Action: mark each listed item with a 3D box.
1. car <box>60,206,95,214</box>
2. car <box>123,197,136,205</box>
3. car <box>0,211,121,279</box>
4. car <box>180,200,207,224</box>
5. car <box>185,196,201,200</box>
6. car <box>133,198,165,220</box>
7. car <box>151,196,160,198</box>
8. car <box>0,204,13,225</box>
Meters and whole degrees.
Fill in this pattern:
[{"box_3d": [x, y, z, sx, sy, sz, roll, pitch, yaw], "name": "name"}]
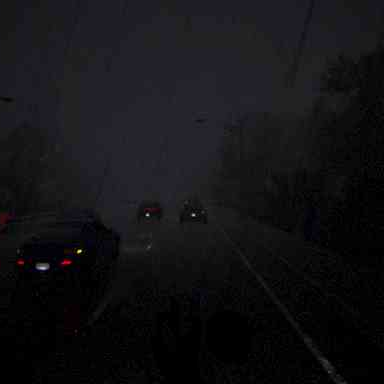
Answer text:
[{"box_3d": [-7.095, 1.560, 20.670, 1.994, 1.385, 4.181, 0, 0, 0], "name": "car"}, {"box_3d": [-10.536, 1.554, 57.492, 1.994, 1.385, 4.181, 0, 0, 0], "name": "car"}, {"box_3d": [-3.398, 1.524, 9.870, 1.812, 1.442, 4.674, 0, 0, 0], "name": "car"}, {"box_3d": [0.106, 1.560, 24.988, 1.994, 1.385, 4.181, 0, 0, 0], "name": "car"}, {"box_3d": [0.110, 1.345, 42.304, 2.097, 1.767, 4.553, 0, 0, 0], "name": "car"}, {"box_3d": [-3.392, 1.500, 27.872, 1.837, 1.490, 4.892, 0, 0, 0], "name": "car"}, {"box_3d": [-7.009, 1.486, 62.899, 2.128, 1.511, 4.902, 0, 0, 1], "name": "car"}, {"box_3d": [-10.596, 1.349, 15.851, 2.097, 1.767, 4.553, 0, 0, 0], "name": "car"}]
